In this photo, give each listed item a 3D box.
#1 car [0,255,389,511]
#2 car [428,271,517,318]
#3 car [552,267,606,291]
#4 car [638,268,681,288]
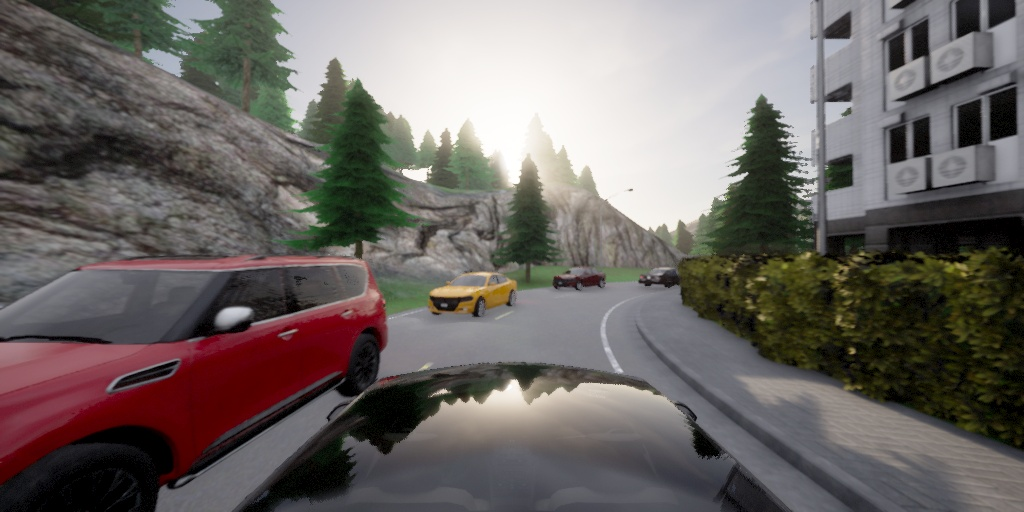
[{"bbox_3d":[-3.301,0.992,3.833,2.150,2.045,5.566,0,-1,5],"label":"car"},{"bbox_3d":[-1.349,1.374,14.117,1.882,1.535,5.008,0,-1,21],"label":"car"},{"bbox_3d":[4.734,1.503,24.928,1.882,1.535,5.008,-1,-1,41],"label":"car"},{"bbox_3d":[11.605,1.595,26.687,5.357,1.411,2.033,1,-1,-37],"label":"car"}]
